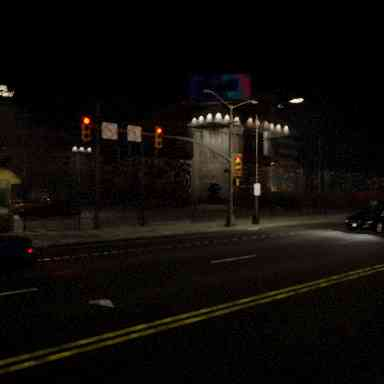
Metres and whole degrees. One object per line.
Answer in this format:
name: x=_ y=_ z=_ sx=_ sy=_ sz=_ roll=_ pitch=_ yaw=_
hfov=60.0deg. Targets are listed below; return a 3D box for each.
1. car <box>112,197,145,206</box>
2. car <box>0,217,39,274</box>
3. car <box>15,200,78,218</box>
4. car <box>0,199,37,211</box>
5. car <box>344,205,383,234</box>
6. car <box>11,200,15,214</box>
car: x=-10.350 y=1.509 z=54.234 sx=4.786 sy=1.482 sz=2.161 roll=0 pitch=0 yaw=-36
car: x=-6.621 y=1.544 z=7.865 sx=5.357 sy=1.411 sz=2.033 roll=0 pitch=0 yaw=-35
car: x=-11.450 y=1.287 z=27.029 sx=4.553 sy=1.767 sz=2.185 roll=0 pitch=0 yaw=-36
car: x=-22.185 y=1.608 z=41.602 sx=4.718 sy=1.301 sz=1.895 roll=0 pitch=0 yaw=-36
car: x=11.257 y=1.596 z=20.094 sx=4.892 sy=1.490 sz=1.837 roll=-1 pitch=0 yaw=-31
car: x=-15.926 y=1.439 z=33.168 sx=4.193 sy=1.474 sz=1.816 roll=0 pitch=0 yaw=-36
